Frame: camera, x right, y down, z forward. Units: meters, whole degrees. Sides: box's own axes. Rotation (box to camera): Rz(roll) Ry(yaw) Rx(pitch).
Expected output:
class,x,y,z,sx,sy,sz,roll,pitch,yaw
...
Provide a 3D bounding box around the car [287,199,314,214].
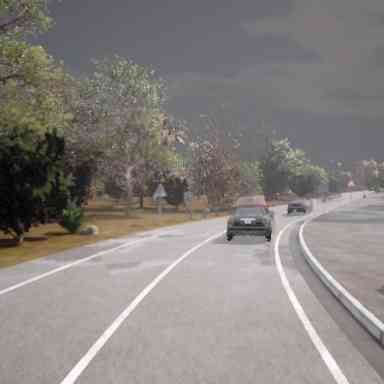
class,x,y,z,sx,sy,sz,roll,pitch,yaw
car,11.173,1.451,34.208,1.837,1.490,4.892,-3,0,30

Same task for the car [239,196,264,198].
class,x,y,z,sx,sy,sz,roll,pitch,yaw
car,5.331,1.395,31.123,2.150,2.045,5.566,-3,-1,29

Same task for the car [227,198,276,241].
class,x,y,z,sx,sy,sz,roll,pitch,yaw
car,3.160,1.404,17.278,2.097,1.767,4.553,-1,0,16
